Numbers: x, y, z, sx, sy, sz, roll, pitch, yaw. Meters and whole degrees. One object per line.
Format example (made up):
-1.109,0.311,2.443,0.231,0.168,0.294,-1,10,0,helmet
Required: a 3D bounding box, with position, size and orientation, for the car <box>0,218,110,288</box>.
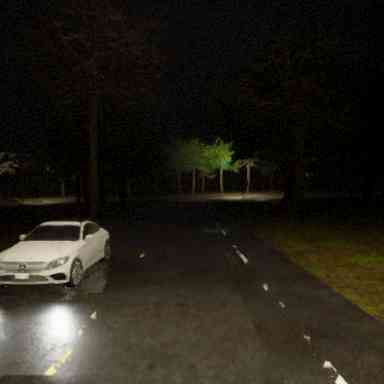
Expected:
-3.601,1.517,9.362,1.812,1.442,4.674,0,0,0,car
